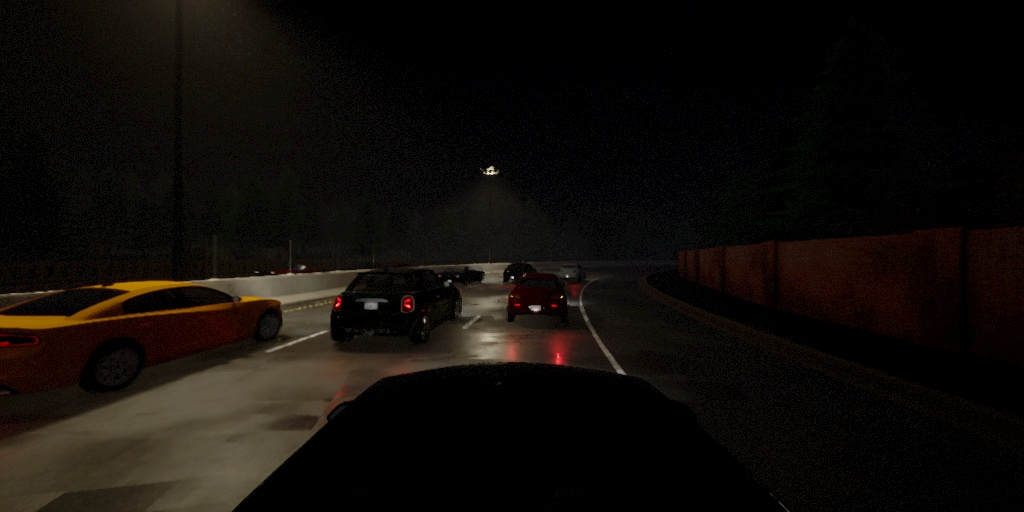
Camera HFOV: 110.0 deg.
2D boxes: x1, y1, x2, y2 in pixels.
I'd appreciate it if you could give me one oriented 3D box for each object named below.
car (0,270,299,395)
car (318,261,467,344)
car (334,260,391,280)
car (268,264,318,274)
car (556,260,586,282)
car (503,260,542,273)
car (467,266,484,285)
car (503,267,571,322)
[{"bbox_3d":[-6.601,1.200,6.720,1.882,1.535,5.008,0,0,3],"label":"car"},{"bbox_3d":[-2.833,1.094,9.805,2.097,1.767,4.553,0,0,5],"label":"car"},{"bbox_3d":[-12.950,1.188,31.422,1.882,1.535,5.008,0,0,17],"label":"car"},{"bbox_3d":[-17.506,1.287,28.222,1.895,1.301,4.718,0,0,15],"label":"car"},{"bbox_3d":[4.894,1.319,29.285,1.812,1.442,4.674,0,0,18],"label":"car"},{"bbox_3d":[0.734,1.277,27.746,1.837,1.490,4.892,0,0,17],"label":"car"},{"bbox_3d":[-3.542,1.351,25.625,1.895,1.301,4.718,0,0,15],"label":"car"},{"bbox_3d":[0.933,1.288,12.300,1.812,1.442,4.674,0,0,7],"label":"car"}]
